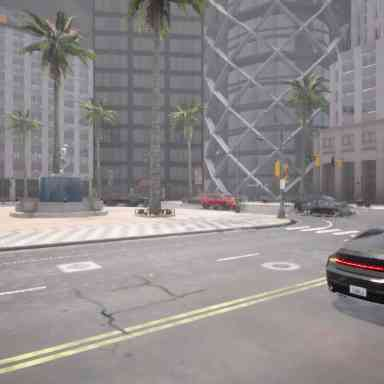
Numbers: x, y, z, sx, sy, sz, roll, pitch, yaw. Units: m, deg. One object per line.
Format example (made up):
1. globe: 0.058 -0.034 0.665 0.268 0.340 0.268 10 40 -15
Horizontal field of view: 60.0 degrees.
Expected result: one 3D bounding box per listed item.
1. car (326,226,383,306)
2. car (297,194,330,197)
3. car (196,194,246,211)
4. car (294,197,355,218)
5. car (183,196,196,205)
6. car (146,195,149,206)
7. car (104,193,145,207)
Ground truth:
1. car: 4.923 1.505 7.306 4.892 1.490 1.837 0 0 -35
2. car: 13.373 1.223 34.770 2.150 2.045 5.566 0 0 -36
3. car: 3.592 1.219 41.713 2.150 2.045 5.566 0 0 -44
4. car: 12.280 1.492 30.294 2.128 1.511 4.902 0 0 -36
5. car: 0.819 1.477 57.333 5.008 1.535 1.882 0 0 30
6. car: -8.307 1.221 53.445 5.566 2.045 2.150 0 0 16
7. car: -10.596 1.222 50.543 5.566 2.045 2.150 0 0 13
